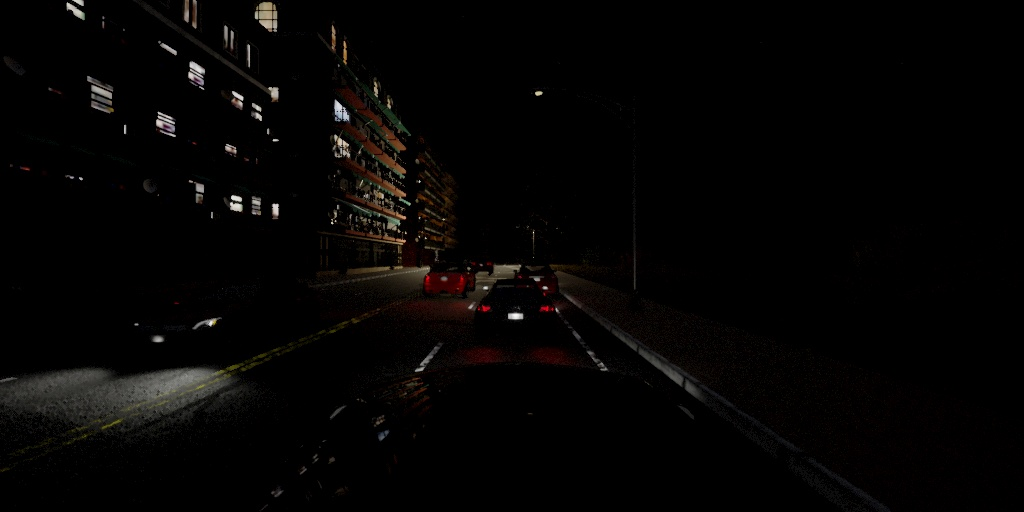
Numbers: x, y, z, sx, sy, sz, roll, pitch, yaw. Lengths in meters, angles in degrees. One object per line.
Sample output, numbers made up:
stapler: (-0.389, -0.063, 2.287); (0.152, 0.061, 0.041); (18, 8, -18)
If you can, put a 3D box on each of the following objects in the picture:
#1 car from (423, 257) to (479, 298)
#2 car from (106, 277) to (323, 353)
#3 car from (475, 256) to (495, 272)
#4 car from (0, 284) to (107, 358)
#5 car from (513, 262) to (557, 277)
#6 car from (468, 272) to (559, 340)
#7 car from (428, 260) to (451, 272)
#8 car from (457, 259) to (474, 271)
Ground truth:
car: (-3.145, 1.103, 18.778); (2.097, 1.767, 4.553); (0, 0, 0)
car: (-6.597, 1.277, 9.006); (1.812, 1.442, 4.674); (0, 0, 0)
car: (-3.137, 0.976, 39.088); (2.150, 2.045, 5.566); (0, 0, 0)
car: (-9.848, 1.298, 7.316); (2.033, 1.411, 5.357); (0, 0, 0)
car: (1.141, 1.103, 18.579); (2.097, 1.767, 4.553); (0, 0, 0)
car: (0.096, 1.315, 9.999); (1.994, 1.385, 4.181); (0, 0, 0)
car: (-9.835, 1.298, 48.884); (2.033, 1.411, 5.357); (0, 0, 0)
car: (-6.580, 1.255, 51.593); (1.837, 1.490, 4.892); (0, 0, 0)
